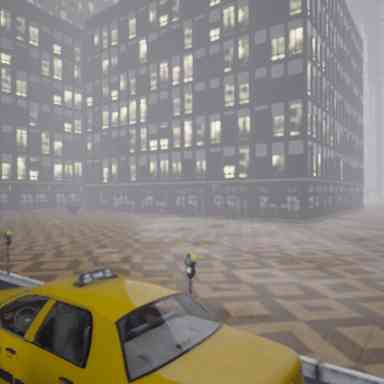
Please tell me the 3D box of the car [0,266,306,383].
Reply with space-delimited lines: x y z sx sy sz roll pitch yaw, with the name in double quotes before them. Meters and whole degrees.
"car" -1.251 1.526 3.739 4.829 1.417 1.752 0 0 36
